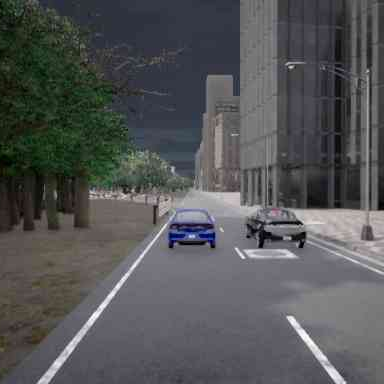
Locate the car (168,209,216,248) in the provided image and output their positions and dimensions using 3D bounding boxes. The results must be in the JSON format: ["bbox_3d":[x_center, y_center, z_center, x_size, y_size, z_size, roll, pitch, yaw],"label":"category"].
[{"bbox_3d":[0.000,1.479,14.652,1.882,1.535,5.008,0,0,0],"label":"car"}]

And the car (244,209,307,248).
[{"bbox_3d":[3.500,1.490,14.651,2.128,1.511,4.902,0,0,0],"label":"car"}]
